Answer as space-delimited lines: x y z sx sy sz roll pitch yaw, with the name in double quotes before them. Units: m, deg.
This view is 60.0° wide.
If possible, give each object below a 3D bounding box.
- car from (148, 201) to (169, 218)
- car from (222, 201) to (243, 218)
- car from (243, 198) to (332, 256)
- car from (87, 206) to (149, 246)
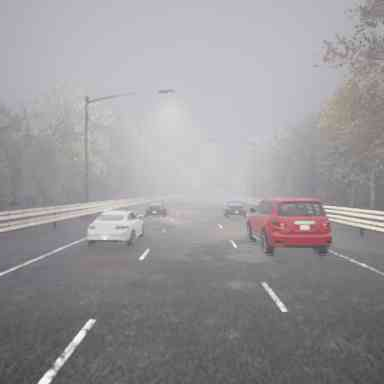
"car" -3.176 1.545 30.686 1.812 1.442 4.674 0 0 1
"car" 3.836 1.546 30.625 1.812 1.442 4.674 0 0 1
"car" 3.650 1.232 13.379 2.150 2.045 5.566 0 0 0
"car" -3.337 1.536 15.119 1.812 1.442 4.674 0 0 0
